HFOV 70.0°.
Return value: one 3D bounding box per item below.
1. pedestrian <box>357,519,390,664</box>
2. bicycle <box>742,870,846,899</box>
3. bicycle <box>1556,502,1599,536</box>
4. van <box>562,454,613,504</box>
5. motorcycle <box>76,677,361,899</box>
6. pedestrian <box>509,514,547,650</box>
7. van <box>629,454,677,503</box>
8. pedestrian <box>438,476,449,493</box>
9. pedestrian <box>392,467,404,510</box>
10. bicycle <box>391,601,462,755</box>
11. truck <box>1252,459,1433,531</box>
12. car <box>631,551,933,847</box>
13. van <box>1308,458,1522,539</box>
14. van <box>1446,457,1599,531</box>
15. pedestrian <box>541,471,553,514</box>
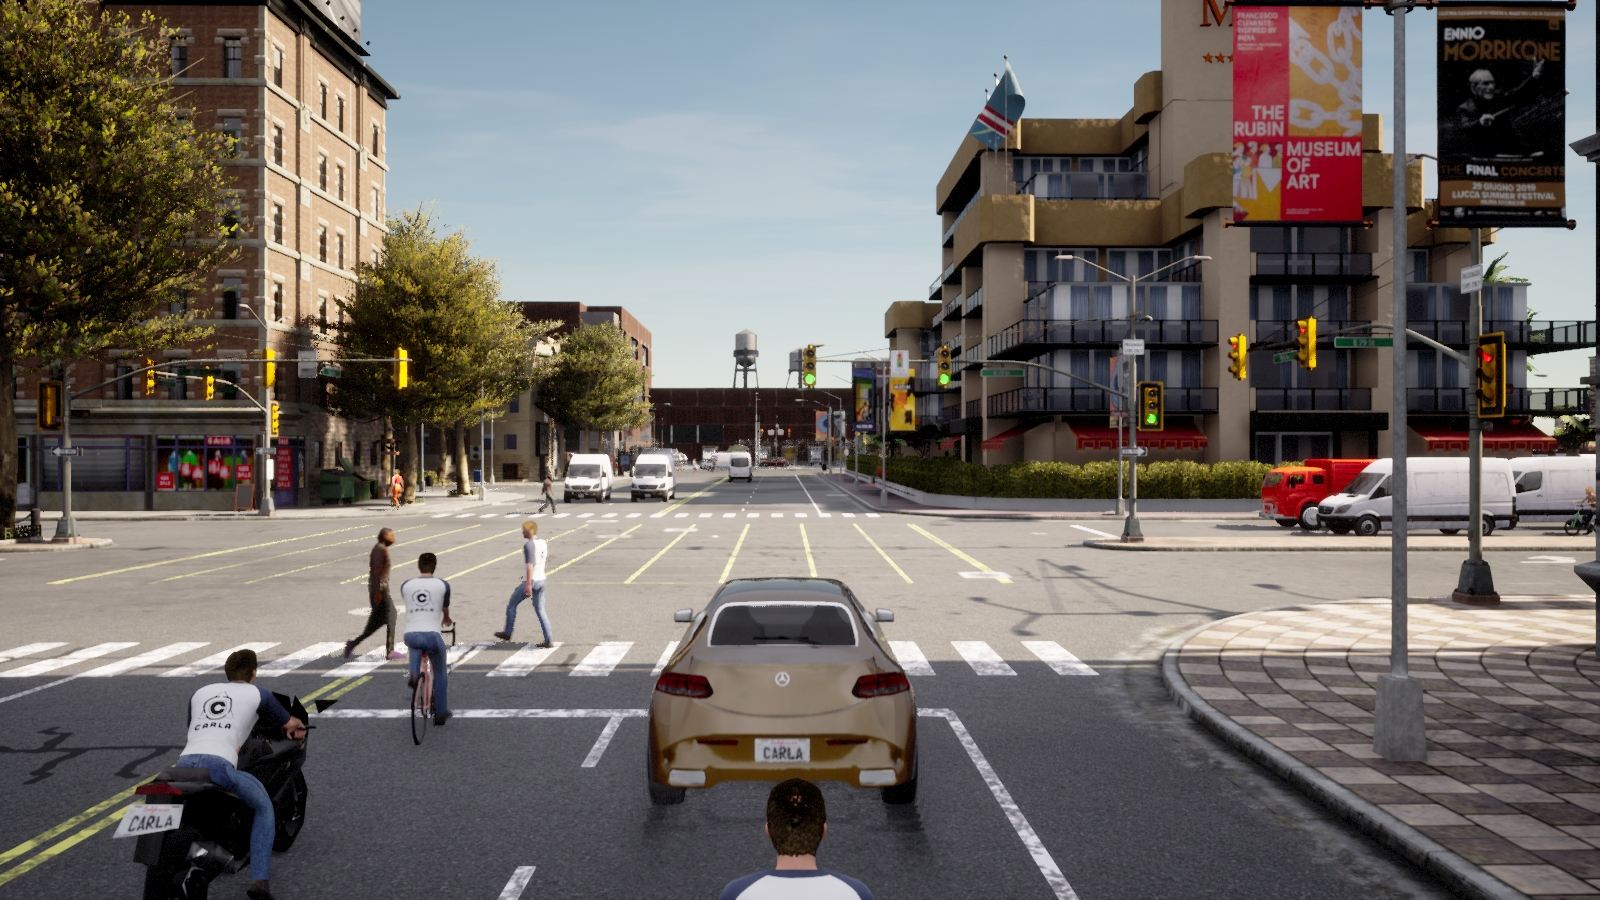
[{"bbox_3d":[-5.617,1.849,15.056,0.375,1.860,0.375,0,0,-17],"label":"pedestrian"},{"bbox_3d":[-0.014,2.206,3.564,0.373,1.196,1.643,0,0,-1],"label":"bicycle"},{"bbox_3d":[25.756,2.256,37.394,1.487,1.080,0.859,0,0,-1],"label":"bicycle"},{"bbox_3d":[-11.534,1.534,62.382,1.988,2.561,5.915,0,0,-3],"label":"van"},{"bbox_3d":[-3.559,2.213,7.247,0.803,1.145,2.033,0,0,-1],"label":"motorcycle"},{"bbox_3d":[-3.835,1.848,16.123,0.375,1.860,0.375,0,0,20],"label":"pedestrian"},{"bbox_3d":[-8.075,1.534,63.233,1.988,2.561,5.915,0,0,-1],"label":"van"},{"bbox_3d":[-23.206,2.228,74.334,0.500,1.100,0.500,0,0,4],"label":"pedestrian"},{"bbox_3d":[-17.614,1.696,50.035,0.375,1.860,0.375,0,0,-41],"label":"pedestrian"},{"bbox_3d":[-3.677,2.206,11.339,0.373,1.196,1.643,0,0,-8],"label":"bicycle"},{"bbox_3d":[19.262,1.568,40.800,5.204,2.467,2.627,0,0,-1],"label":"truck"},{"bbox_3d":[-0.147,1.992,10.653,2.152,1.651,5.027,0,0,-1],"label":"car"},{"bbox_3d":[19.988,1.534,37.302,5.915,2.561,1.988,0,0,-1],"label":"van"},{"bbox_3d":[26.622,1.534,40.856,5.915,2.561,1.988,0,0,0],"label":"van"},{"bbox_3d":[-10.987,1.849,49.626,0.375,1.860,0.375,0,0,10],"label":"pedestrian"}]
